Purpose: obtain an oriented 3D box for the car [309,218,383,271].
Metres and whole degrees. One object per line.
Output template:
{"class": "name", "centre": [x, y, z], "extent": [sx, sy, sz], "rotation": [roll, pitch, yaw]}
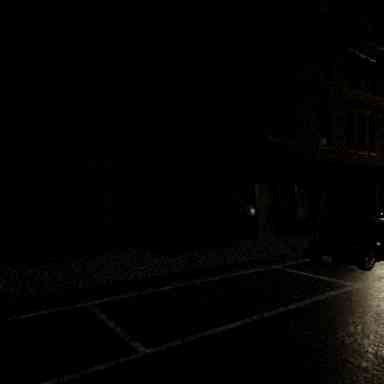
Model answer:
{"class": "car", "centre": [5.635, 1.539, 10.777], "extent": [4.313, 1.339, 1.947], "rotation": [0, 0, -35]}
